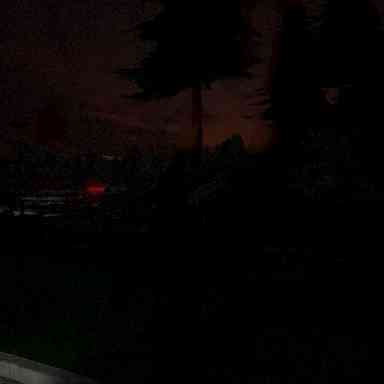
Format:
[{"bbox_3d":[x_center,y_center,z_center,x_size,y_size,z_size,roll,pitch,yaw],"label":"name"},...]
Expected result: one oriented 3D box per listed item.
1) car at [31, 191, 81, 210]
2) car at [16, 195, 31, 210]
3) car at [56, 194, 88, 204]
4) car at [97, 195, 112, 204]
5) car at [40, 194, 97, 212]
[{"bbox_3d":[-14.211,0.942,36.220,2.150,2.045,5.566,0,1,22],"label":"car"},{"bbox_3d":[-17.218,0.939,38.106,2.150,2.045,5.566,0,1,22],"label":"car"},{"bbox_3d":[-18.792,1.066,52.461,1.882,1.535,5.008,0,0,23],"label":"car"},{"bbox_3d":[-14.802,1.166,52.912,1.895,1.301,4.718,0,1,23],"label":"car"},{"bbox_3d":[-11.950,1.223,32.512,1.882,1.535,5.008,0,1,22],"label":"car"}]
